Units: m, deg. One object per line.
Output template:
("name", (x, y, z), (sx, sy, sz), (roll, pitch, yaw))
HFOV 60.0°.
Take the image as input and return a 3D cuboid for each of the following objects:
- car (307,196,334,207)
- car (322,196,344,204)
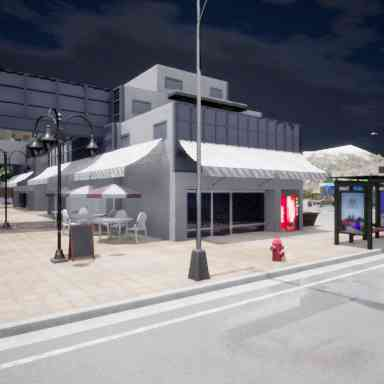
("car", (19.184, 1.345, 48.811), (5.027, 1.636, 2.152), (0, 0, -36))
("car", (28.470, 1.490, 66.923), (4.514, 1.523, 2.007), (0, 0, -36))
